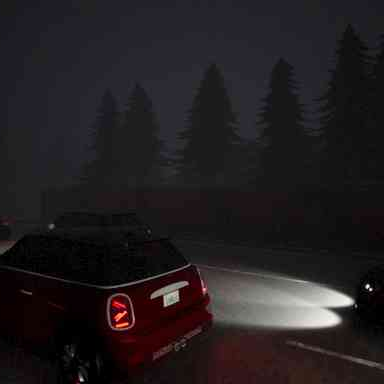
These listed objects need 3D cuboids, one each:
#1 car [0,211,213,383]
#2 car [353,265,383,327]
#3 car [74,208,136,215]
[{"bbox_3d":[-1.989,1.352,5.404,4.553,1.767,2.097,0,0,35],"label":"car"},{"bbox_3d":[4.726,1.564,4.917,4.181,1.385,1.994,0,0,36],"label":"car"},{"bbox_3d":[-3.408,1.352,10.716,4.553,1.767,2.097,0,0,35],"label":"car"}]
